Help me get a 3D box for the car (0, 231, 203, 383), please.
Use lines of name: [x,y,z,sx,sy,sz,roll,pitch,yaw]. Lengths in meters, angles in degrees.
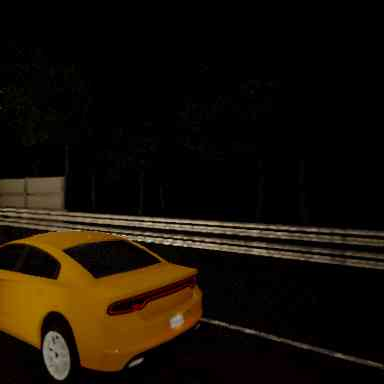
car: [-2.194,1.394,5.435,5.008,1.535,1.882,0,0,36]
